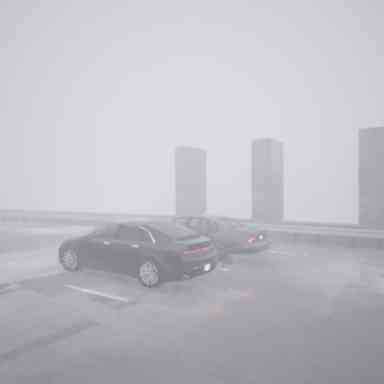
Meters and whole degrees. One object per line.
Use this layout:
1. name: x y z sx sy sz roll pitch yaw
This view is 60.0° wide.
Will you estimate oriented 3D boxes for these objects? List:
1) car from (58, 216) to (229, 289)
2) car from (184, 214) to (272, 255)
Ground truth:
1. car: -1.660 1.502 9.165 4.892 1.490 1.837 1 0 34
2. car: 0.148 1.534 12.216 5.357 1.411 2.033 0 0 33
